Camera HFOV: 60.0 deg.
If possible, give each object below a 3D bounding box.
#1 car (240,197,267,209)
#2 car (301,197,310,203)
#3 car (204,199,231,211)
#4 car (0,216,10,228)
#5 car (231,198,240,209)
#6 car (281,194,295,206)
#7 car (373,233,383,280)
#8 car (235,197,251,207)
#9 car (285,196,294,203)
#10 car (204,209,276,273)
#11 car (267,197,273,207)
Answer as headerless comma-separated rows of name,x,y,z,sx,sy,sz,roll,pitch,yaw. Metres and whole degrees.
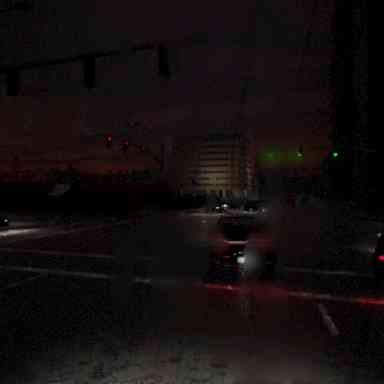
car,7.702,1.657,41.391,2.033,1.411,5.357,0,0,17
car,26.219,1.789,76.858,2.033,1.411,5.357,0,0,17
car,2.767,1.587,37.365,1.837,1.490,4.892,0,0,17
car,-13.740,1.587,20.084,5.357,1.411,2.033,0,0,18
car,5.487,1.635,45.994,1.812,1.442,4.674,0,0,17
car,16.956,1.399,58.609,2.150,2.045,5.566,0,0,17
car,6.296,1.596,9.364,2.033,1.411,5.357,0,0,34
car,8.591,1.666,55.776,1.812,1.442,4.674,0,0,18
car,22.794,1.715,77.632,1.882,1.535,5.008,0,0,17
car,1.481,1.531,10.862,2.128,1.511,4.902,0,0,4
car,10.825,1.632,51.281,2.128,1.511,4.902,0,0,18
